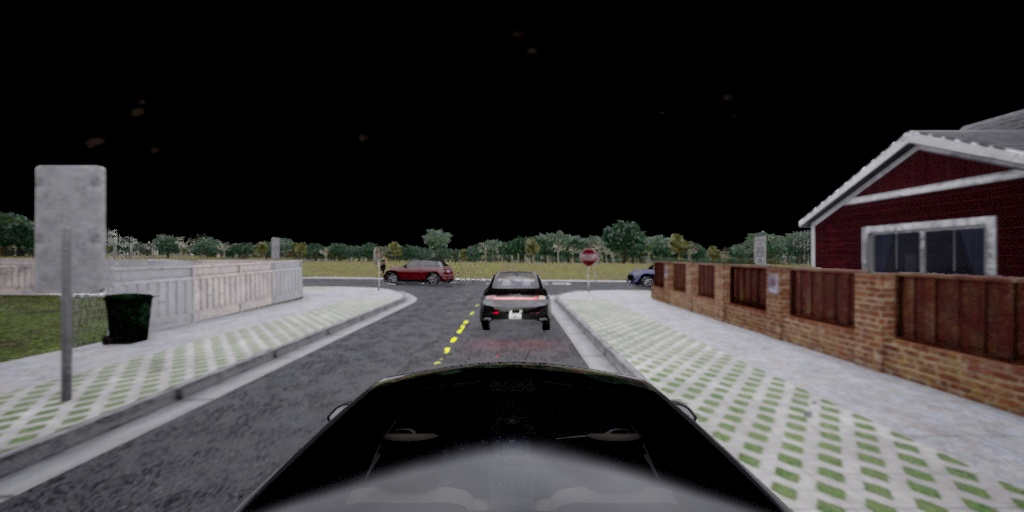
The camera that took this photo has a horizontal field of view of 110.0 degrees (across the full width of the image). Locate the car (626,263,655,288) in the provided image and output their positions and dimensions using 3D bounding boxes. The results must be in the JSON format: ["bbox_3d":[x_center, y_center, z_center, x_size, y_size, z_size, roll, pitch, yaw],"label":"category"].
[{"bbox_3d":[10.195,1.187,24.339,4.553,1.767,2.097,1,0,0],"label":"car"}]

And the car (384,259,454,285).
[{"bbox_3d":[-6.301,0.982,24.173,4.553,1.767,2.097,1,0,15],"label":"car"}]

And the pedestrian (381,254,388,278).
[{"bbox_3d":[-9.695,0.741,27.131,0.375,1.860,0.375,0,-1,0],"label":"pedestrian"}]

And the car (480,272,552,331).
[{"bbox_3d":[0.151,1.212,10.889,2.128,1.511,4.902,0,0,2],"label":"car"}]
